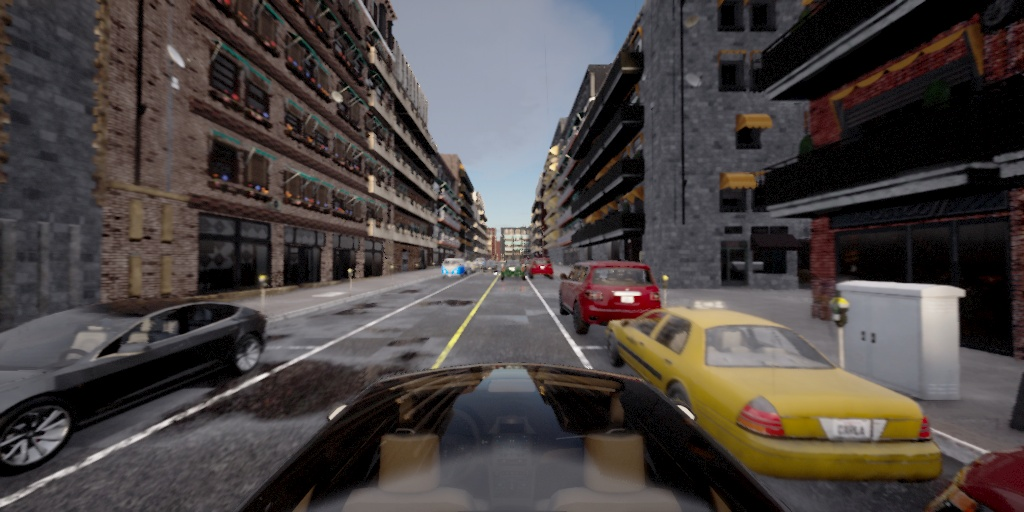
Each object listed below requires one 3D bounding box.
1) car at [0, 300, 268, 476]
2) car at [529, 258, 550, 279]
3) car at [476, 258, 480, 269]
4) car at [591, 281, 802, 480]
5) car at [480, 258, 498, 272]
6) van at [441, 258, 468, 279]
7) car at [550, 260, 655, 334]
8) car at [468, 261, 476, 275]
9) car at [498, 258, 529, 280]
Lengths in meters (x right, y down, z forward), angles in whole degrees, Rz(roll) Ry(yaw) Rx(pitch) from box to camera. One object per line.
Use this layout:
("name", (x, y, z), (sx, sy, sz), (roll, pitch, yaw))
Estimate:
("car", (-5.313, 1.314, 4.816), (1.948, 1.339, 4.313), (0, 0, 0))
("car", (2.569, 1.086, 32.655), (2.192, 1.841, 5.009), (0, 0, 0))
("car", (-5.311, 1.338, 43.577), (1.751, 1.417, 4.829), (0, 0, 0))
("car", (2.568, 1.273, 5.029), (1.751, 1.417, 4.829), (0, 0, 0))
("car", (-2.746, 1.356, 46.249), (1.837, 1.490, 4.892), (0, 0, 0))
("van", (-5.312, 1.113, 32.621), (1.690, 1.789, 3.998), (0, 0, 0))
("car", (2.568, 1.058, 10.423), (2.192, 1.841, 5.009), (0, 0, 0))
("car", (-5.311, 1.342, 38.185), (2.007, 1.370, 4.403), (0, 0, 0))
("car", (0.098, 1.121, 31.306), (2.097, 1.767, 4.553), (0, 0, 0))
